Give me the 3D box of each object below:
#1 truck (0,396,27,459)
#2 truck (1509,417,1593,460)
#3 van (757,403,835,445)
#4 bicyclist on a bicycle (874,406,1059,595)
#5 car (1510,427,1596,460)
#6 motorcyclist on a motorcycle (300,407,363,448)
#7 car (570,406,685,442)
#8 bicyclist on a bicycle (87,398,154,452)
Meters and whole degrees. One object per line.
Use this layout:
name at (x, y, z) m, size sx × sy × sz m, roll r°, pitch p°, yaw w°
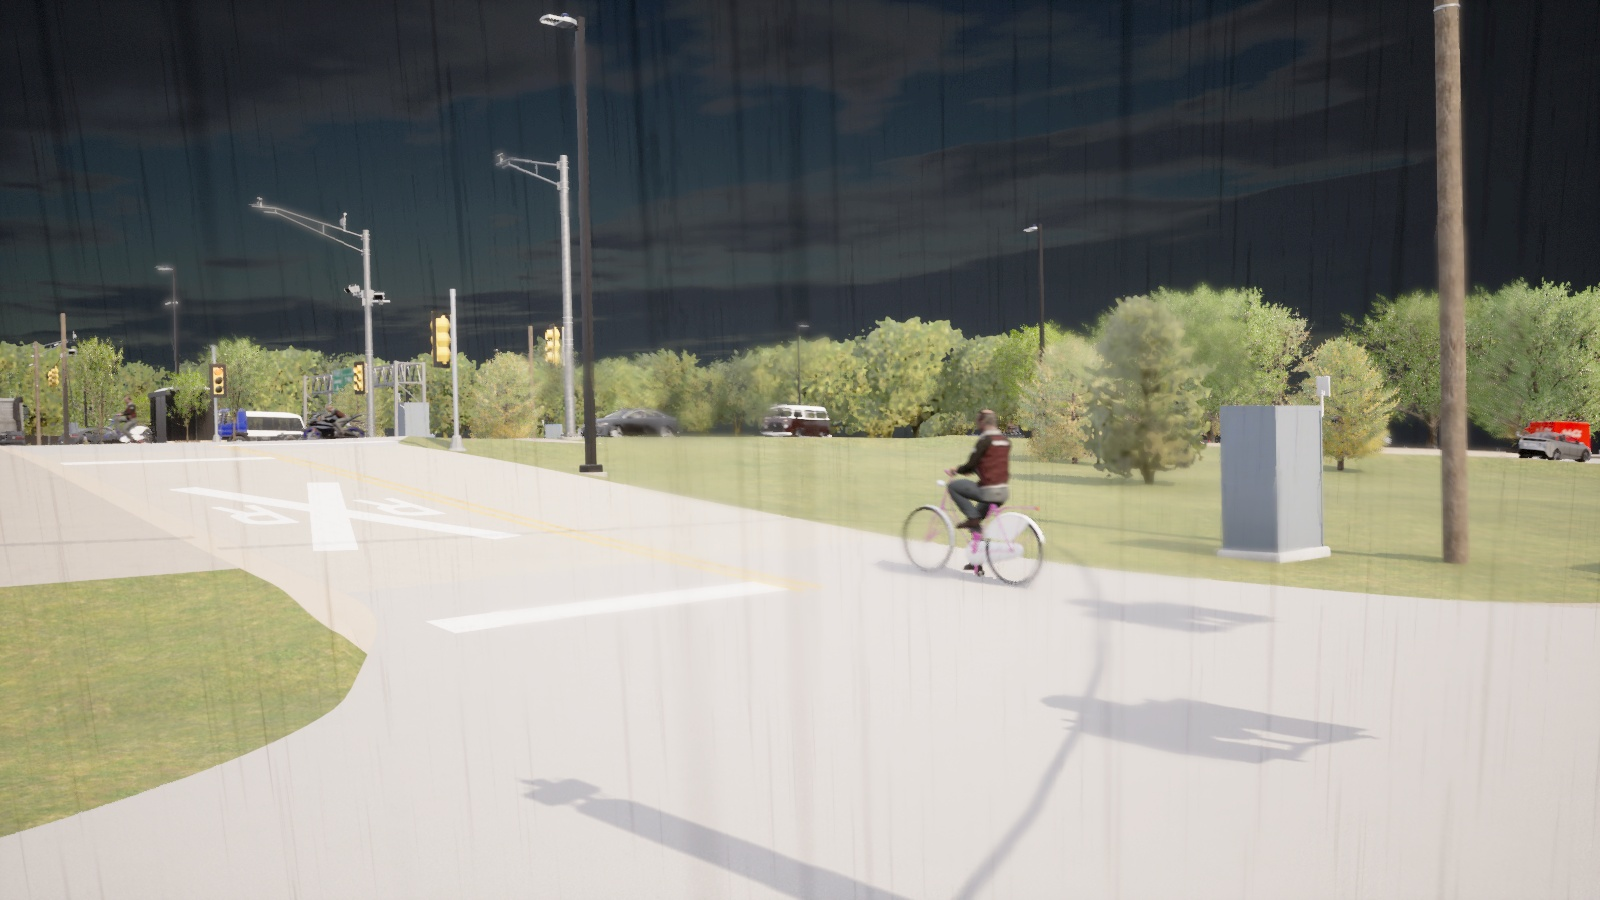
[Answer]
truck at (-46.422, -1.221, 72.495) m, size 2.891 × 3.462 × 7.936 m, roll -2°, pitch 1°, yaw -32°
truck at (47.527, -0.726, 79.620) m, size 2.627 × 2.467 × 5.204 m, roll 3°, pitch 1°, yaw 7°
van at (-0.167, -1.322, 66.020) m, size 2.069 × 2.038 × 4.480 m, roll -1°, pitch -1°, yaw 31°
bicyclist on a bicycle at (1.679, 0.454, 12.942) m, size 0.659 × 1.776 × 1.843 m, roll -2°, pitch 4°, yaw -43°
car at (40.342, -0.364, 67.291) m, size 4.514 × 1.525 × 2.007 m, roll 1°, pitch 5°, yaw -32°
motorcyclist on a motorcycle at (-18.128, -0.870, 48.588) m, size 2.191 × 1.530 × 0.866 m, roll -2°, pitch 0°, yaw -22°
car at (-7.758, -1.124, 56.933) m, size 2.128 × 1.511 × 4.902 m, roll -1°, pitch -1°, yaw 43°
bicyclist on a bicycle at (-22.969, -0.837, 42.459) m, size 1.843 × 1.776 × 0.659 m, roll -2°, pitch 1°, yaw -45°
